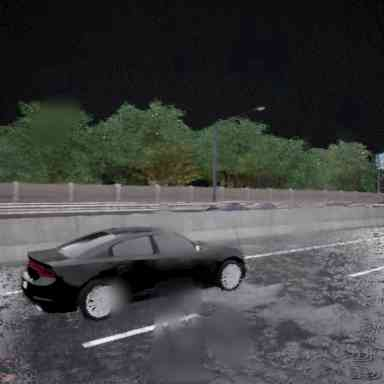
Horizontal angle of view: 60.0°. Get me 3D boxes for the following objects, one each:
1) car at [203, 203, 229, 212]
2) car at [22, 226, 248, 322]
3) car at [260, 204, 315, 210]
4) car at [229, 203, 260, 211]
[{"bbox_3d":[3.551,1.745,32.217,5.357,1.411,2.033,1,-1,-35],"label":"car"},{"bbox_3d":[-0.945,1.500,7.374,5.008,1.535,1.882,0,0,-36],"label":"car"},{"bbox_3d":[8.248,1.733,26.959,4.902,1.511,2.128,1,-1,-36],"label":"car"},{"bbox_3d":[6.214,1.761,29.807,5.357,1.411,2.033,1,-1,-36],"label":"car"}]
